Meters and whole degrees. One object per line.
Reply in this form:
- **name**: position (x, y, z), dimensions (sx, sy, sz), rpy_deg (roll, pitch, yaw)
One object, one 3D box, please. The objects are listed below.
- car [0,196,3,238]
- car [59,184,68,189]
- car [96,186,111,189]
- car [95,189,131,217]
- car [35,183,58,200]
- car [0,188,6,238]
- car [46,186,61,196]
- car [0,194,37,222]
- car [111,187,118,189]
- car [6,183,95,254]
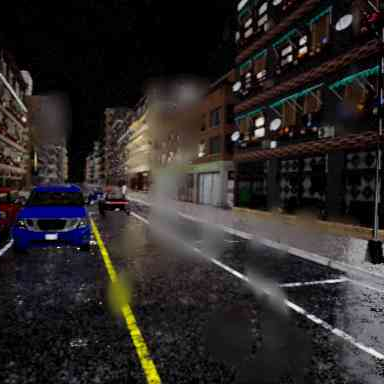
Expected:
- **car**: position (-6.542, 1.066, 8.653), dimensions (1.967, 1.590, 4.097), rpy_deg (1, 1, -19)
- **car**: position (-34.252, -1.458, 88.486), dimensions (2.008, 1.369, 4.403), rpy_deg (1, 1, -19)
- **car**: position (-11.071, 0.333, 39.257), dimensions (1.994, 1.385, 4.181), rpy_deg (1, 1, -19)
- **car**: position (-5.387, 0.802, 22.836), dimensions (2.128, 1.511, 4.902), rpy_deg (1, 2, -19)
- **car**: position (-17.621, -0.110, 40.583), dimensions (2.192, 1.841, 5.009), rpy_deg (1, 1, -19)
- **car**: position (-8.385, 0.766, 13.972), dimensions (2.192, 1.841, 5.009), rpy_deg (1, 1, -19)
- **car**: position (-21.322, -0.231, 51.233), dimensions (1.887, 1.381, 4.507), rpy_deg (1, 1, -19)
- **car**: position (-10.240, 0.858, 19.300), dimensions (1.802, 1.307, 4.206), rpy_deg (1, 1, -19)
- **car**: position (-9.767, 0.223, 43.496), dimensions (1.752, 1.417, 4.829), rpy_deg (1, 1, -19)
- **car**: position (-4.848, 0.802, 12.025), dimensions (2.150, 2.045, 5.566), rpy_deg (1, 2, -19)
